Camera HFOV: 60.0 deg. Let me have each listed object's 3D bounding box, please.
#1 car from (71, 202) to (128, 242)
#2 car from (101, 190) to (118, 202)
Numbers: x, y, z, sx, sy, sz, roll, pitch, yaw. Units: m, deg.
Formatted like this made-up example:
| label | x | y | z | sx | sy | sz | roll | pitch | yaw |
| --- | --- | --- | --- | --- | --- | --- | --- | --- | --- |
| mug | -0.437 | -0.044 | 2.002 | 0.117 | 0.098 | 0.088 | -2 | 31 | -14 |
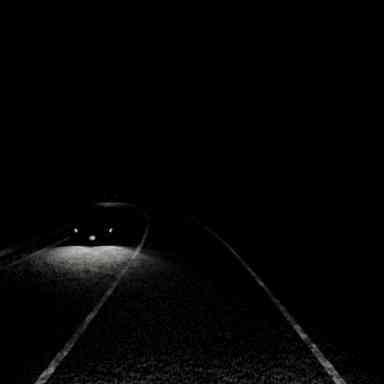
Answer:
| label | x | y | z | sx | sy | sz | roll | pitch | yaw |
| --- | --- | --- | --- | --- | --- | --- | --- | --- | --- |
| car | -4.164 | 1.426 | 15.895 | 2.033 | 1.411 | 5.357 | 0 | 0 | -5 |
| car | -13.862 | 0.664 | 55.869 | 2.150 | 2.045 | 5.566 | 2 | 0 | -22 |
